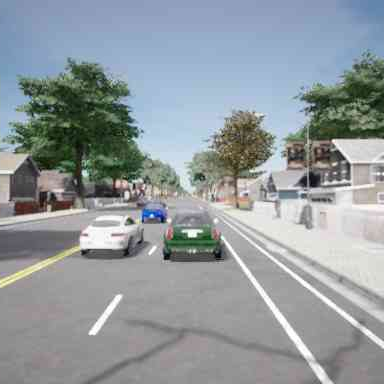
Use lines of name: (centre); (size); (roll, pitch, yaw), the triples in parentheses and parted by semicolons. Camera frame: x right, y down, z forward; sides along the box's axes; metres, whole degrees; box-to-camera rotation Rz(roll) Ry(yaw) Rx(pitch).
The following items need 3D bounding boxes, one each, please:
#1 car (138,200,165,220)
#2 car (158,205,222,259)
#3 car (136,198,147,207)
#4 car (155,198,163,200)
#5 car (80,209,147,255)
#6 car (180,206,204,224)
car: (-3.213, 1.789, 29.239); (1.882, 1.535, 5.008); (0, 0, 0)
car: (0.025, 1.496, 13.430); (2.097, 1.767, 4.553); (0, -1, 0)
car: (-9.745, 2.048, 65.388); (2.097, 1.767, 4.553); (0, -1, 0)
car: (-6.496, 2.048, 65.387); (2.097, 1.767, 4.553); (0, -1, 0)
car: (-3.220, 1.675, 13.890); (1.812, 1.442, 4.674); (0, 0, 0)
car: (0.027, 1.902, 28.251); (1.895, 1.301, 4.718); (0, -1, 0)
